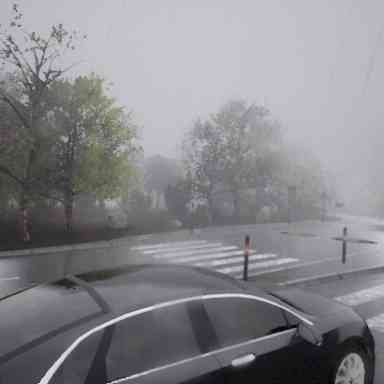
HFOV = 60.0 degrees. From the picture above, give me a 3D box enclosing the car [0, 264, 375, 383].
[{"bbox_3d":[-0.135,1.507,3.251,4.892,1.490,1.837,0,0,-34],"label":"car"}]
